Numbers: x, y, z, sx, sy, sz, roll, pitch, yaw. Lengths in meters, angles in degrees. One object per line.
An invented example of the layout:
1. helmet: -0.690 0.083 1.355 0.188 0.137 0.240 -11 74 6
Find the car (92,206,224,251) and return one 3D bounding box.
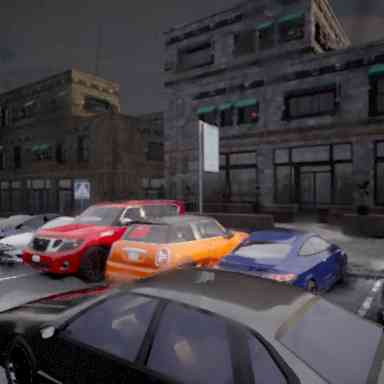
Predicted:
1. car: -0.037 1.407 8.948 2.185 1.767 4.553 -1 0 36

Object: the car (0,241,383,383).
1. car: -0.033 1.567 3.404 5.357 1.411 2.033 -1 0 36

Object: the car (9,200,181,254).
1. car: -2.280 1.308 10.554 2.435 2.045 5.566 -1 0 36

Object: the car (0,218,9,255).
1. car: -4.504 1.626 12.181 2.002 1.452 4.674 -1 0 36

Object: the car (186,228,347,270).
1. car: 2.119 1.546 7.442 2.002 1.452 4.674 -1 0 36
